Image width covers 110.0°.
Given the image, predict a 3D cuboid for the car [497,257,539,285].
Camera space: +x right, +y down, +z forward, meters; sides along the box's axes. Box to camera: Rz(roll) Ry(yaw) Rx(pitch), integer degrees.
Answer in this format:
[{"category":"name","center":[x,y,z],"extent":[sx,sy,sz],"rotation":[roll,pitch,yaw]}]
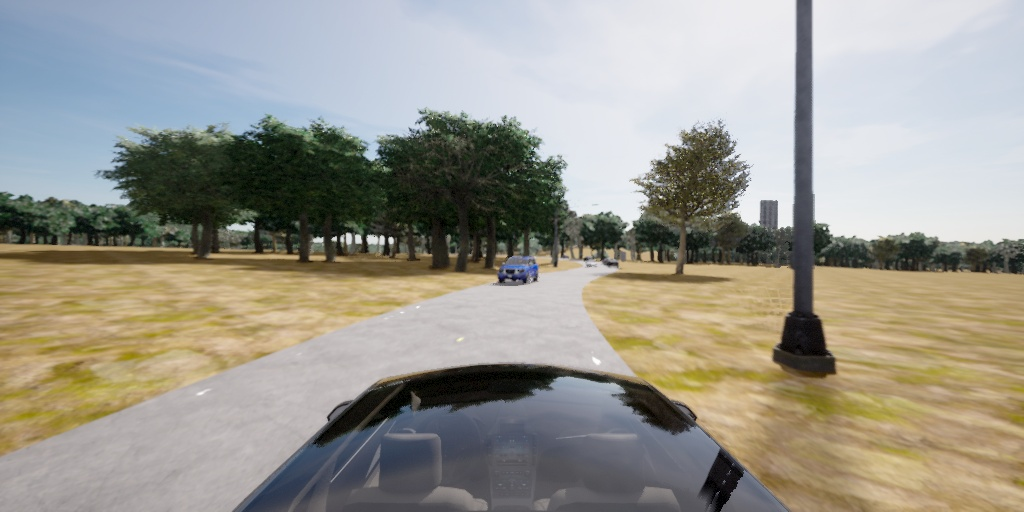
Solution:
[{"category":"car","center":[0.601,1.066,27.764],"extent":[2.150,2.045,5.566],"rotation":[1,0,16]}]
